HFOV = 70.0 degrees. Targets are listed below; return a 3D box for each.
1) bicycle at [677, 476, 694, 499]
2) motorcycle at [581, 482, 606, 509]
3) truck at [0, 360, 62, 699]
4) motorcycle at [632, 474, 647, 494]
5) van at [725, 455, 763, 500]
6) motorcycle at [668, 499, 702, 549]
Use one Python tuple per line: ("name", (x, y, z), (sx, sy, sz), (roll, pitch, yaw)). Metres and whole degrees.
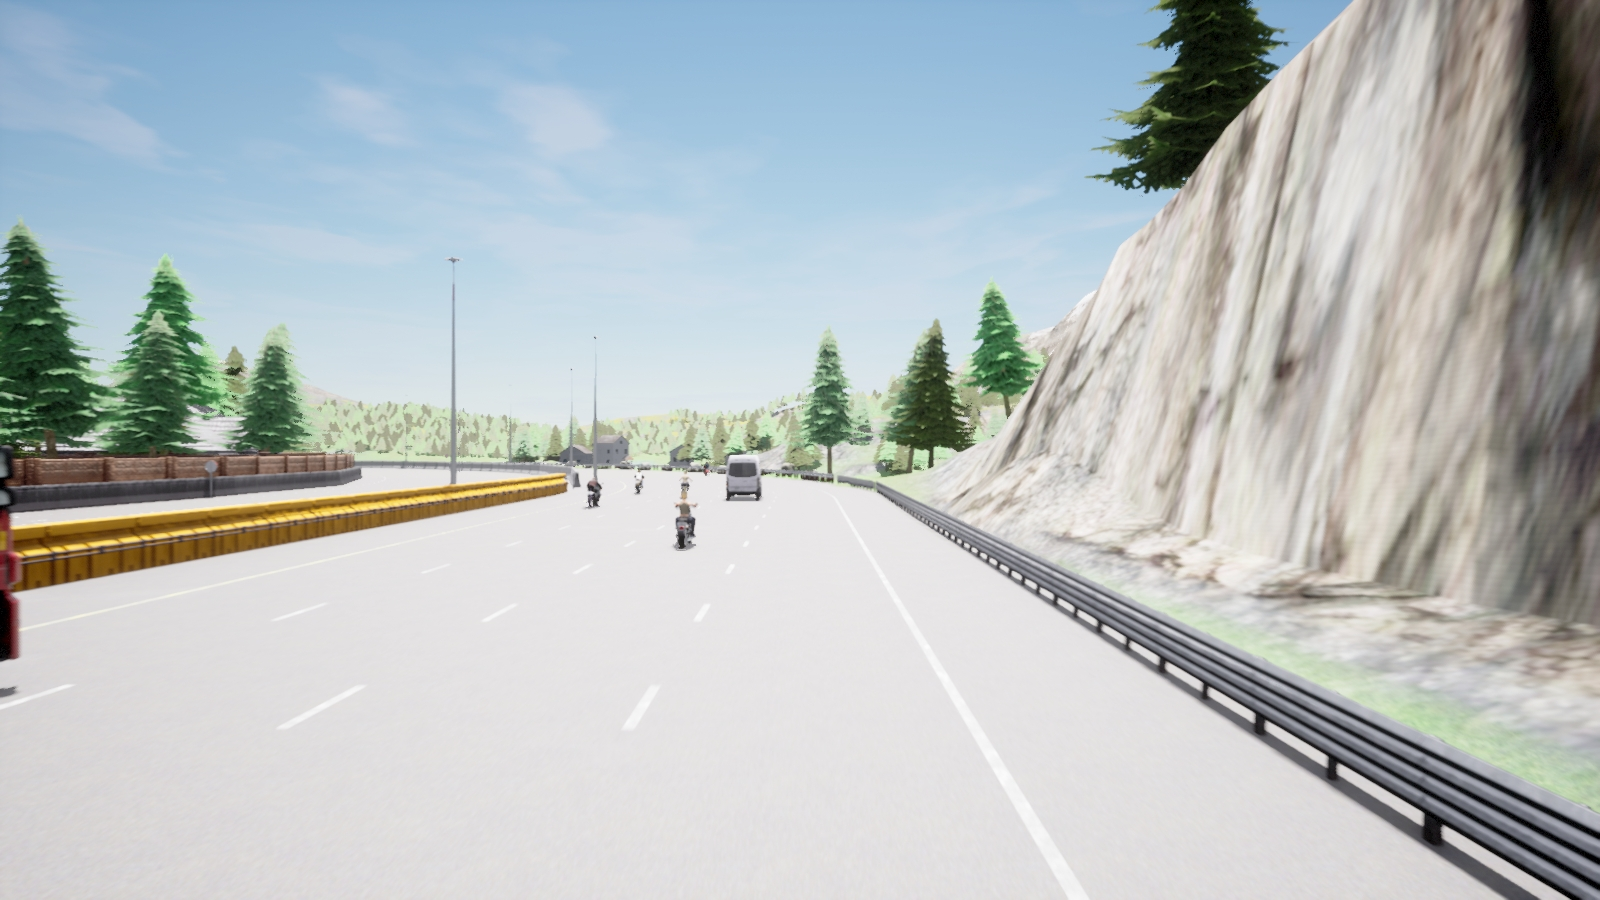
("bicycle", (-6.725, 2.189, 67.109), (0.859, 1.295, 1.487), (0, 0, -1))
("motorcycle", (-10.240, 2.239, 56.697), (0.867, 1.251, 2.209), (0, 0, 0))
("truck", (-10.494, 0.896, 9.755), (2.891, 3.827, 8.468), (0, 0, 0))
("motorcycle", (-10.543, 2.222, 74.890), (0.803, 1.217, 2.033), (0, 0, -3))
("van", (-3.280, 1.575, 67.561), (1.988, 2.561, 5.915), (0, 0, 0))
("motorcycle", (-3.373, 2.166, 33.660), (0.764, 1.325, 2.356), (0, 0, 0))
